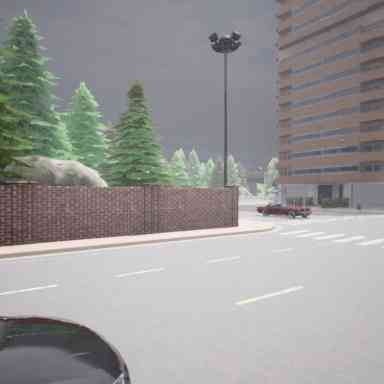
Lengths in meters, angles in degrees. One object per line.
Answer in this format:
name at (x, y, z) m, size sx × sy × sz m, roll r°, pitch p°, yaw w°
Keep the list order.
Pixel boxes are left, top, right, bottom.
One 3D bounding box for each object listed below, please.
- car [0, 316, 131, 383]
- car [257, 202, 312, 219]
car at (-2.713, 1.492, 1.804) m, size 4.902 × 1.511 × 2.128 m, roll 0°, pitch 0°, yaw -36°
car at (7.979, 1.545, 28.982) m, size 1.895 × 1.301 × 4.718 m, roll 0°, pitch 0°, yaw -35°
